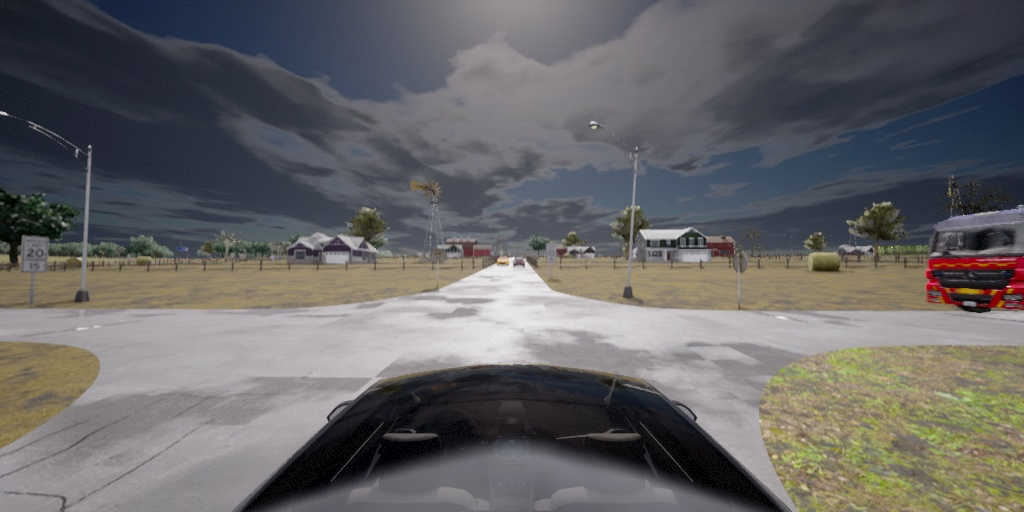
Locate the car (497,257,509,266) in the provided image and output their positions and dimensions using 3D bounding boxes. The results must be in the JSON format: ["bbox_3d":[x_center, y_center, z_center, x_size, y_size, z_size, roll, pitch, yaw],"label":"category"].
[{"bbox_3d":[-1.535,0.915,61.494,1.882,1.535,5.008,0,0,1],"label":"car"}]

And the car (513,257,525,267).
[{"bbox_3d":[1.121,1.072,56.873,1.895,1.301,4.718,0,0,1],"label":"car"}]

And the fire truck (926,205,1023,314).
[{"bbox_3d":[19.617,0.165,12.048,8.468,3.827,2.891,0,-2,1],"label":"fire truck"}]
